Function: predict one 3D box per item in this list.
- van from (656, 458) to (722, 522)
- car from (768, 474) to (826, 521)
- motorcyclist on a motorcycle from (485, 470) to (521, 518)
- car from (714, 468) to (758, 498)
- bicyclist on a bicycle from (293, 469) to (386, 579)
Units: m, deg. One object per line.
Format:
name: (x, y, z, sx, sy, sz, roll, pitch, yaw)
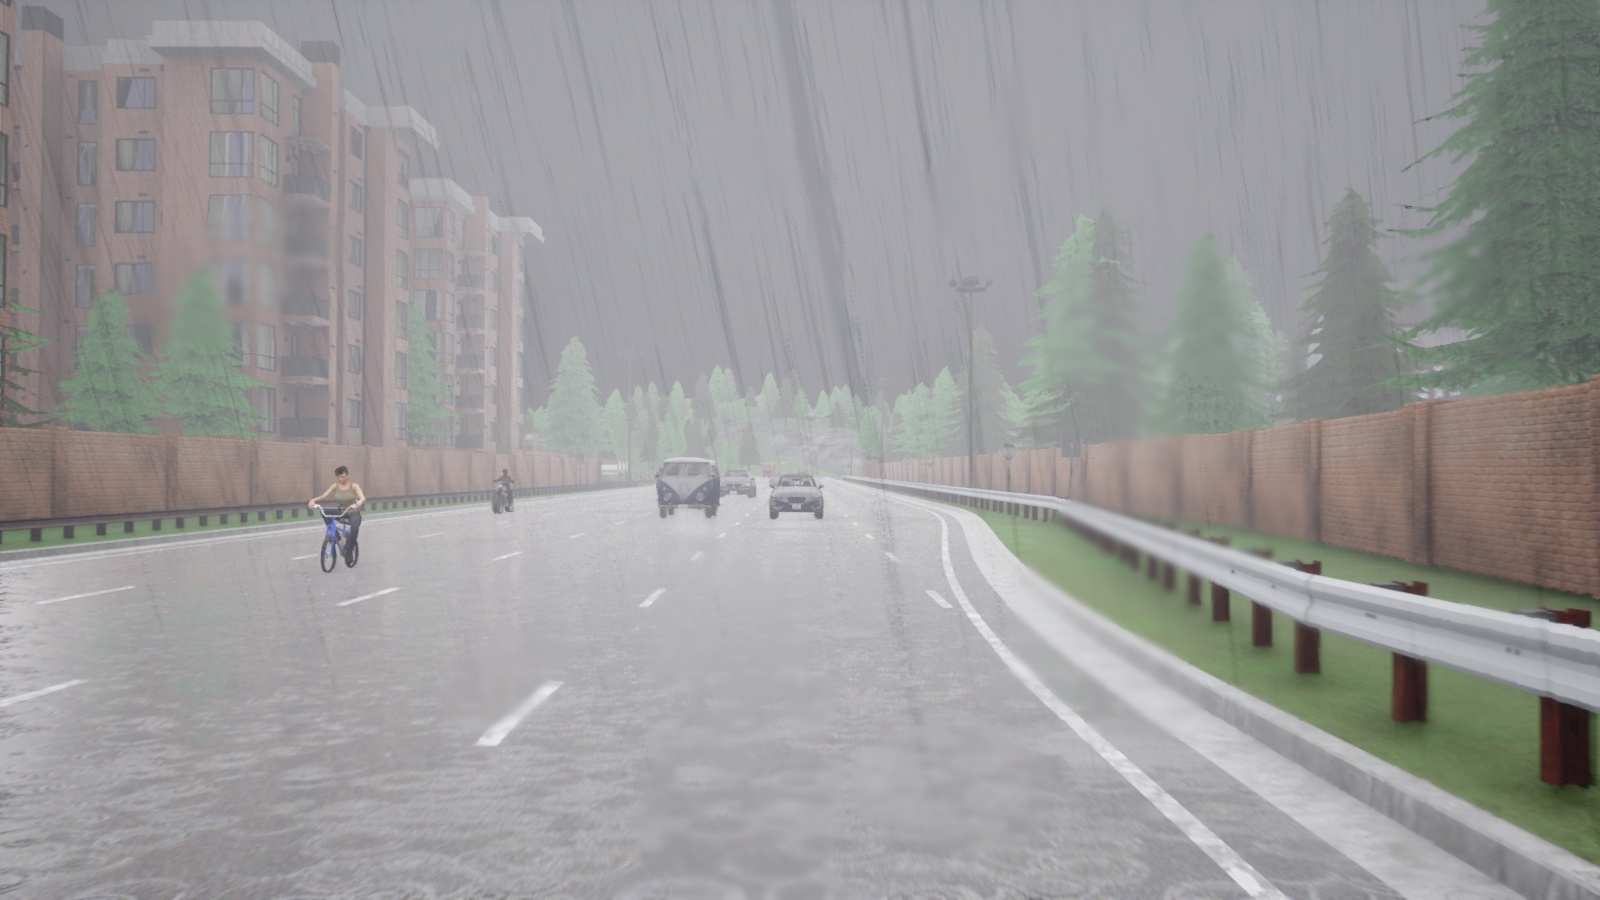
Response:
van: (-3.601, 1.275, 41.264, 1.775, 1.987, 4.442, 0, -1, 0)
car: (-0.101, 1.525, 41.476, 1.816, 1.474, 4.193, 0, -1, 0)
motorcyclist on a motorcycle: (-10.609, 1.562, 44.927, 0.766, 1.649, 2.350, 0, -1, 0)
car: (-3.720, 1.918, 74.103, 2.242, 1.667, 4.611, 0, -1, 1)
bicyclist on a bicycle: (-7.046, 1.103, 19.281, 0.866, 1.612, 1.509, 0, -1, 0)
